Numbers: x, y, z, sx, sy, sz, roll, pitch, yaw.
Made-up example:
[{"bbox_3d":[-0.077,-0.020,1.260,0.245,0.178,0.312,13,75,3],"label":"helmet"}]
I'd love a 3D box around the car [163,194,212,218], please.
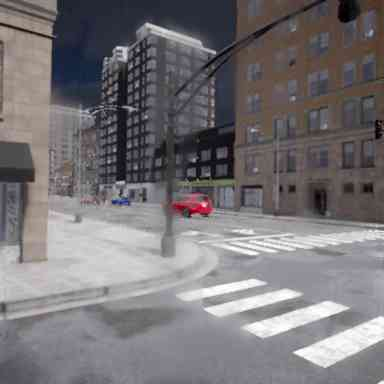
[{"bbox_3d":[-0.501,1.236,30.228,2.150,2.045,5.566,1,0,-35],"label":"car"}]

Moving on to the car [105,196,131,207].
[{"bbox_3d":[-10.953,1.378,50.624,1.882,1.535,5.008,1,0,-35],"label":"car"}]

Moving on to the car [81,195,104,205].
[{"bbox_3d":[-15.963,1.327,52.143,1.812,1.442,4.674,1,0,-35],"label":"car"}]
